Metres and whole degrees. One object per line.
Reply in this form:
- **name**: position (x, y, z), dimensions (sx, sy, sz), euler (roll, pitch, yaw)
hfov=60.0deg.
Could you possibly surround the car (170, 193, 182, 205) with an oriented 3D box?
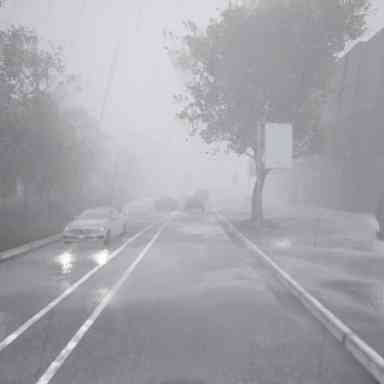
- **car**: position (-2.599, 1.236, 50.177), dimensions (2.002, 1.452, 4.674), euler (-2, 2, 4)

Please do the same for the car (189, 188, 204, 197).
- **car**: position (0.972, 0.044, 72.750), dimensions (2.097, 1.535, 5.008), euler (0, 3, 14)

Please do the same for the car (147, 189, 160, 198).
- **car**: position (-7.521, 0.261, 64.693), dimensions (1.882, 1.535, 5.008), euler (0, 3, 3)

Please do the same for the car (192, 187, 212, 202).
- **car**: position (1.764, 0.570, 56.677), dimensions (2.150, 2.045, 5.566), euler (0, 3, 7)

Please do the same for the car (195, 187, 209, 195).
- **car**: position (2.366, -0.268, 78.278), dimensions (2.231, 1.521, 4.892), euler (0, 3, 16)

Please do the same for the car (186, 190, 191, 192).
- **car**: position (-2.087, 0.871, 56.289), dimensions (2.097, 1.535, 5.008), euler (1, 3, 9)

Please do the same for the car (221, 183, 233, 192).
- **car**: position (8.159, -0.947, 84.979), dimensions (2.097, 1.767, 4.553), euler (0, 3, 20)

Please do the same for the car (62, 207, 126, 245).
- **car**: position (-4.247, 1.450, 15.192), dimensions (1.812, 1.442, 4.674), euler (0, 0, 1)

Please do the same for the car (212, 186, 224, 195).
- **car**: position (5.348, -0.111, 75.601), dimensions (1.994, 1.385, 4.181), euler (0, 3, 16)

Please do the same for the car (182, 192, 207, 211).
- **car**: position (0.312, 1.169, 37.215), dimensions (2.097, 1.767, 4.553), euler (0, 0, 2)

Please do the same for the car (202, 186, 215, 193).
- **car**: position (4.186, -0.599, 84.329), dimensions (2.097, 1.535, 5.008), euler (0, 3, 18)
